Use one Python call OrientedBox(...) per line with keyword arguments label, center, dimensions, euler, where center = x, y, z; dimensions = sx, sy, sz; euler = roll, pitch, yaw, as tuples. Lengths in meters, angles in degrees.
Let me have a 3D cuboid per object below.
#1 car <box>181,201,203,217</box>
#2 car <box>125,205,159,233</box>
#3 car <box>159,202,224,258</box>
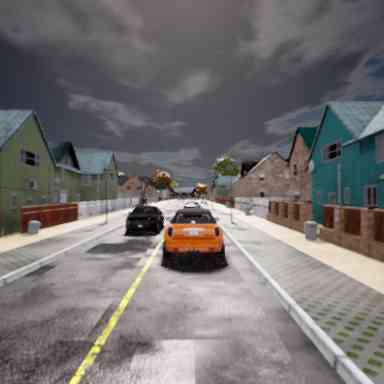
OrientedBox(label="car", center=(0.006, 1.722, 34.271), dimensions=(2.033, 1.411, 5.357), euler=(0, 0, 0))
OrientedBox(label="car", center=(-2.804, 1.574, 20.475), dimensions=(1.882, 1.535, 5.008), euler=(0, 0, 0))
OrientedBox(label="car", center=(0.057, 1.410, 13.219), dimensions=(2.097, 1.767, 4.553), euler=(0, 0, 0))
